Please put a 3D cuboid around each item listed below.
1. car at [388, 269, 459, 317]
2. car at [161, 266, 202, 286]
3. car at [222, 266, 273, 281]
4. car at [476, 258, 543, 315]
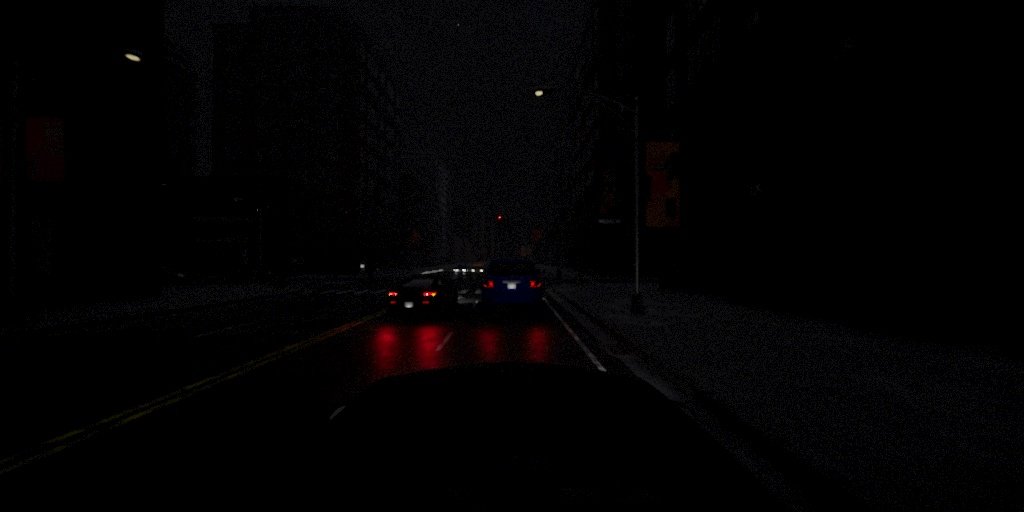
[{"bbox_3d":[-3.250,1.394,13.656,1.812,1.442,4.674,0,-1,0],"label":"car"},{"bbox_3d":[-25.425,1.415,26.462,4.097,1.591,1.967,0,0,0],"label":"car"},{"bbox_3d":[-25.387,1.652,34.486,4.313,1.339,1.948,0,0,0],"label":"car"},{"bbox_3d":[0.007,1.101,14.459,2.150,2.045,5.566,0,0,0],"label":"car"}]
